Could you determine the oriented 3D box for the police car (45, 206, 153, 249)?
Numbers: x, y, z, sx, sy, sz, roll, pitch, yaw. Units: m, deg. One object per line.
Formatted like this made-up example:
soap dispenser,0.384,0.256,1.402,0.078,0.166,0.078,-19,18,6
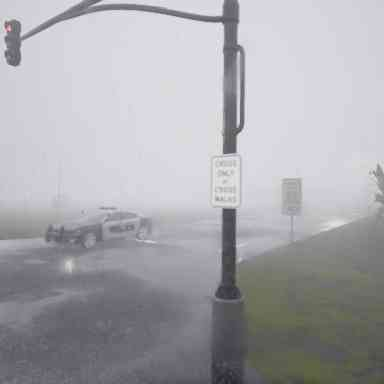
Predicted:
police car,-3.981,1.476,15.162,1.930,1.638,5.238,1,0,36
